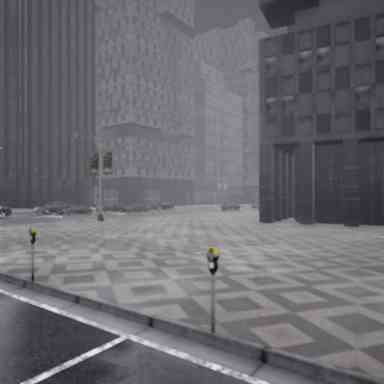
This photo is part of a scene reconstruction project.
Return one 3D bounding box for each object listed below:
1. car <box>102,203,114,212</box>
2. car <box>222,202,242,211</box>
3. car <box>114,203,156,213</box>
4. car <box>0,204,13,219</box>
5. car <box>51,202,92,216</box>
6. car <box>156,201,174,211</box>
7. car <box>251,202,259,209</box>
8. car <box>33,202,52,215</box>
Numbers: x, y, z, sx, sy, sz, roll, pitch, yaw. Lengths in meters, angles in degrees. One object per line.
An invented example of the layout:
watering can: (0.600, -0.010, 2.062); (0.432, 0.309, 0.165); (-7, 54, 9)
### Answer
car: (-11.245, 2.317, 49.548); (1.895, 1.301, 4.718); (0, -1, 36)
car: (6.927, 2.521, 57.829); (1.837, 1.490, 4.892); (0, -2, 36)
car: (-8.161, 2.269, 48.272); (2.033, 1.411, 5.357); (0, -1, 36)
car: (-19.922, 1.844, 31.881); (1.837, 1.490, 4.892); (0, -1, 36)
car: (-14.128, 2.090, 39.977); (1.994, 1.385, 4.181); (0, -1, 35)
car: (-5.231, 2.390, 57.855); (1.882, 1.535, 5.008); (0, -1, 36)
car: (13.579, 2.798, 67.102); (1.994, 1.385, 4.181); (0, -1, 36)
car: (-17.112, 2.016, 41.373); (2.128, 1.511, 4.902); (0, -1, 36)
